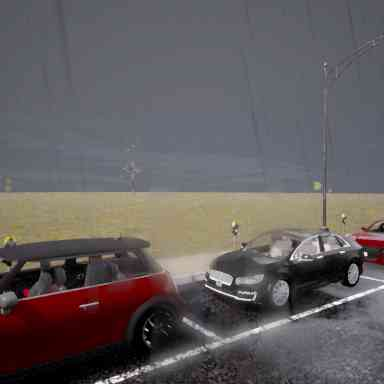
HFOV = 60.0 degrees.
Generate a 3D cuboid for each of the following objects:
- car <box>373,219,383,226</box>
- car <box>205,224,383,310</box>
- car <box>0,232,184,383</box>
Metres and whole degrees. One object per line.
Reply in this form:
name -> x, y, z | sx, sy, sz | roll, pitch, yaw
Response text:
car -> 6.807, 1.548, 10.954 | 4.507, 1.381, 1.887 | 0, 1, -36
car -> 2.302, 1.552, 7.735 | 4.403, 1.369, 2.008 | 0, 1, -36
car -> -2.202, 1.440, 4.516 | 4.097, 1.590, 1.967 | 0, 1, -36
